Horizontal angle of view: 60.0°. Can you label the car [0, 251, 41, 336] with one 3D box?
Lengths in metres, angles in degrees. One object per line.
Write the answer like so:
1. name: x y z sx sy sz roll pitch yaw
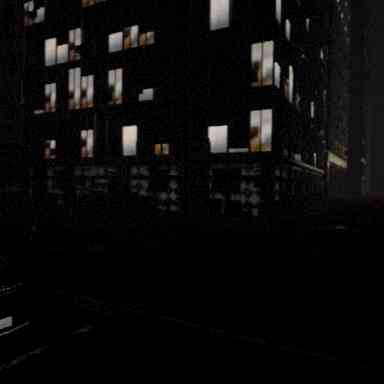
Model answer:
1. car: -4.348 1.475 5.459 4.403 1.369 2.008 0 2 31
